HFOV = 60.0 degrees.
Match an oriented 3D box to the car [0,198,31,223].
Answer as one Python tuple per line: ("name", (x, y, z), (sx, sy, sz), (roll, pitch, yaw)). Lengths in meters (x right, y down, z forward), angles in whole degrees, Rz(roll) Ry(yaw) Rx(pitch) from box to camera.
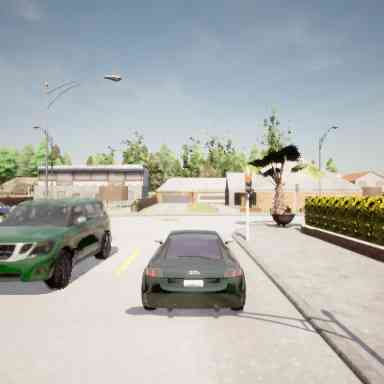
("car", (-14.744, 1.352, 24.679), (4.553, 1.767, 2.097), (0, 0, 0))

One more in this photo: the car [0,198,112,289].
("car", (-3.963, 1.221, 9.564), (2.150, 2.045, 5.566), (0, 0, 2))

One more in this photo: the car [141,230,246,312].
("car", (0.042, 1.564, 7.790), (1.994, 1.385, 4.181), (0, 0, 0))

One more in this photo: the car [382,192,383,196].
("car", (37.875, 0.973, 64.998), (1.905, 1.878, 3.866), (0, 0, 0))
